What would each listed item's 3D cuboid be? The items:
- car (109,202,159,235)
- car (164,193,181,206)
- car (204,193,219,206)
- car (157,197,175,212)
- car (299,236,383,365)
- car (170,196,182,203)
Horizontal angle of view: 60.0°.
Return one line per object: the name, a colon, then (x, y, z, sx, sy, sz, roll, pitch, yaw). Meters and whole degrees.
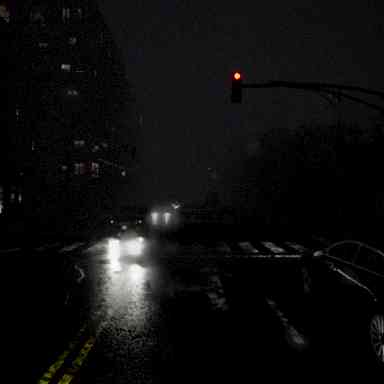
car: (-3.390, 1.534, 19.120, 2.128, 1.511, 4.902, 0, 0, 0)
car: (-3.434, 1.240, 56.291, 2.150, 2.045, 5.566, 0, 0, -1)
car: (3.260, 1.236, 55.317, 2.150, 2.045, 5.566, 0, 0, 0)
car: (-3.412, 1.569, 38.414, 1.994, 1.385, 4.181, 0, 0, 0)
car: (3.341, 1.491, 5.654, 2.128, 1.511, 4.902, 0, 0, 0)
car: (-3.367, 1.551, 70.840, 2.128, 1.511, 4.902, 0, 0, 0)
